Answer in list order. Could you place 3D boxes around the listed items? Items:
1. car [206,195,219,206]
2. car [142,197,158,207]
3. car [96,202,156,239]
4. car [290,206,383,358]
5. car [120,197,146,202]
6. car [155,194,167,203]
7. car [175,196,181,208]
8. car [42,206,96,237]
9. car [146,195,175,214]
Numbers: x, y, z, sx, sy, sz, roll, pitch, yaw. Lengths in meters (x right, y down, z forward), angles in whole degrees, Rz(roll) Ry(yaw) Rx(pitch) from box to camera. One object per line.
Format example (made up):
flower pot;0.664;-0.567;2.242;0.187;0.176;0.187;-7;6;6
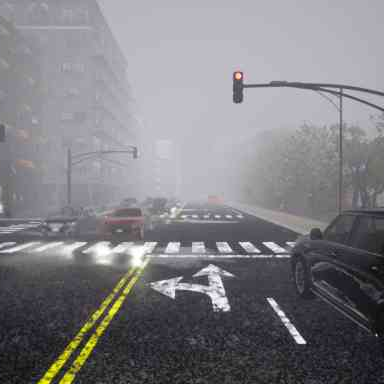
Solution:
car;3.475;1.367;56.828;2.097;1.767;4.553;0;0;0
car;-6.480;1.517;52.049;1.837;1.490;4.892;0;0;0
car;-3.325;1.516;17.724;1.882;1.535;5.008;-1;0;0
car;3.374;1.221;5.292;2.150;2.045;5.566;0;0;-2
car;-6.522;1.356;35.309;2.097;1.767;4.553;0;0;0
car;-6.349;1.375;69.079;2.097;1.767;4.553;0;0;0
car;-3.238;1.501;49.746;2.128;1.511;4.902;0;0;0
car;-6.566;1.558;18.466;2.128;1.511;4.902;0;0;0
car;-3.275;1.356;35.091;2.097;1.767;4.553;0;0;0
